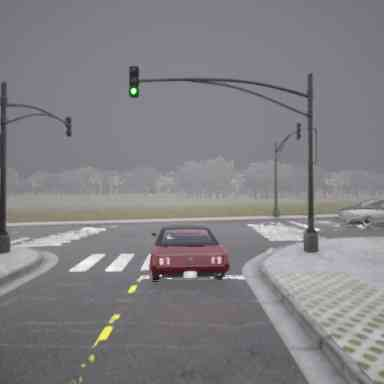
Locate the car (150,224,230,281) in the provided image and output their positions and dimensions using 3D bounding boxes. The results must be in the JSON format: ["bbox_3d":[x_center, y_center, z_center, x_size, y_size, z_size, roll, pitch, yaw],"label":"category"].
[{"bbox_3d":[-0.265,1.594,9.879,1.895,1.301,4.718,0,0,-6],"label":"car"}]

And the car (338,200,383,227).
[{"bbox_3d":[11.124,1.264,19.048,4.718,1.301,1.895,-2,-1,1],"label":"car"}]

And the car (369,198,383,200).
[{"bbox_3d":[12.367,1.184,22.283,4.892,1.490,1.837,-2,-1,1],"label":"car"}]
